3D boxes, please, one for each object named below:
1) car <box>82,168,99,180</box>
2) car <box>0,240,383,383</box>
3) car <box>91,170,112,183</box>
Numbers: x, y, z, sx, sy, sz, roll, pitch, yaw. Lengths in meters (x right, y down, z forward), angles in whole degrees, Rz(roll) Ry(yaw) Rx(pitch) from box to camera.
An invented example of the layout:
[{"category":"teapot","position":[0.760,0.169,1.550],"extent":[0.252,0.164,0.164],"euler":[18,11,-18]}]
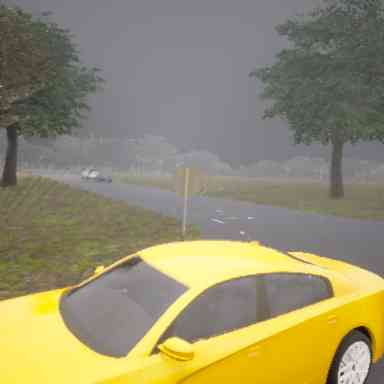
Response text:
[{"category":"car","position":[-17.754,-3.209,58.607],"extent":[2.150,2.045,5.566],"euler":[1,4,-30]},{"category":"car","position":[-0.013,1.331,3.460],"extent":[5.008,1.535,1.882],"euler":[0,5,-31]},{"category":"car","position":[-13.901,-2.249,51.944],"extent":[1.994,1.385,4.181],"euler":[1,4,-29]}]
